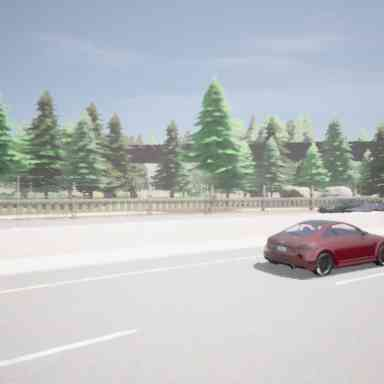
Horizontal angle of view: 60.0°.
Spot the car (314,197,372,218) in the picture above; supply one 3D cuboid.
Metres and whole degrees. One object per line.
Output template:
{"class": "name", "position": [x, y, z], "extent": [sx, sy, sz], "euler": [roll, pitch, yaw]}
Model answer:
{"class": "car", "position": [13.621, 1.318, 30.070], "extent": [4.553, 1.767, 2.097], "euler": [0, 0, -19]}

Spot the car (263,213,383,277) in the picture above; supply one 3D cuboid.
{"class": "car", "position": [4.238, 1.550, 10.242], "extent": [4.181, 1.385, 1.994], "euler": [0, 0, -30]}
